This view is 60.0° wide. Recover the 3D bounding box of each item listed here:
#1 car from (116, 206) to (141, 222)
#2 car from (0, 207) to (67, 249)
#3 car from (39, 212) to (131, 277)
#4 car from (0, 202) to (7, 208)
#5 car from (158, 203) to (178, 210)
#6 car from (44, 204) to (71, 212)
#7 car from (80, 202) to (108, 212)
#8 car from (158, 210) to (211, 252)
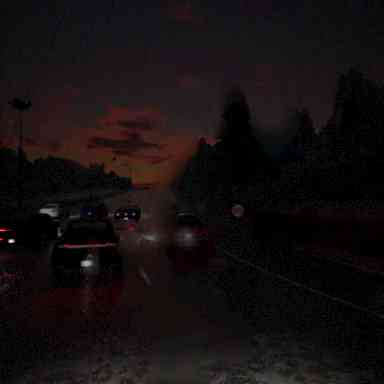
[{"bbox_3d":[-5.484,1.840,28.917,1.895,1.301,4.718,0,0,-5],"label":"car"},{"bbox_3d":[-7.632,1.727,15.886,1.837,1.490,4.892,-1,0,-8],"label":"car"},{"bbox_3d":[-3.257,1.630,10.803,2.128,1.511,4.902,0,-1,-14],"label":"car"},{"bbox_3d":[-24.317,1.832,40.568,1.812,1.442,4.674,0,0,-5],"label":"car"},{"bbox_3d":[-2.280,1.742,32.194,1.812,1.442,4.674,0,0,-5],"label":"car"},{"bbox_3d":[-12.689,1.805,30.736,1.812,1.442,4.674,0,0,-5],"label":"car"},{"bbox_3d":[-9.263,1.735,31.804,1.882,1.535,5.008,0,0,-5],"label":"car"},{"bbox_3d":[-0.443,1.730,14.838,1.994,1.385,4.181,0,-1,-9],"label":"car"}]
